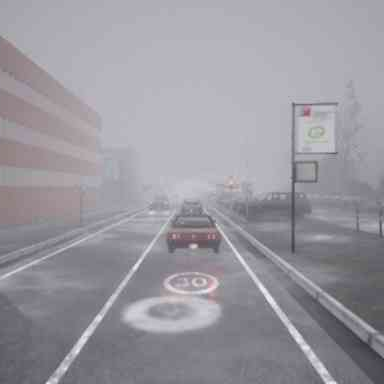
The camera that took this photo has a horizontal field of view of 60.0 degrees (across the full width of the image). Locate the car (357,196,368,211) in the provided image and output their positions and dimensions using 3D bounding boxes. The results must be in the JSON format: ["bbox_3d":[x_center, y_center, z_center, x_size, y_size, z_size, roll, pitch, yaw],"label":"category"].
[{"bbox_3d":[18.713,1.229,31.241,4.892,1.521,2.231,0,0,-1],"label":"car"}]

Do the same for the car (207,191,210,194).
[{"bbox_3d":[5.841,1.039,59.197,5.366,1.575,1.946,0,0,-1],"label":"car"}]

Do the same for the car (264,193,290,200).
[{"bbox_3d":[18.064,0.992,70.764,4.792,1.488,2.163,0,0,-1],"label":"car"}]

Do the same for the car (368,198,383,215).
[{"bbox_3d":[18.725,0.992,28.539,5.566,2.045,2.435,0,0,-1],"label":"car"}]

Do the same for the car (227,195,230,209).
[{"bbox_3d":[6.132,1.231,30.942,5.008,1.535,2.097,0,0,-1],"label":"car"}]

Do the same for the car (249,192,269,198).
[{"bbox_3d":[17.717,0.697,87.848,4.792,1.488,2.163,0,1,-1],"label":"car"}]

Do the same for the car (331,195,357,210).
[{"bbox_3d":[18.602,1.193,36.886,4.892,1.521,2.231,0,0,-1],"label":"car"}]

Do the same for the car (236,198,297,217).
[{"bbox_3d":[6.183,1.287,28.115,4.674,1.452,2.002,0,0,-1],"label":"car"}]

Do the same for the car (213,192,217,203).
[{"bbox_3d":[5.846,1.159,47.893,4.674,1.452,2.002,0,0,-1],"label":"car"}]

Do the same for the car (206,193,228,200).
[{"bbox_3d":[5.413,0.987,73.320,4.674,1.452,2.002,0,0,-1],"label":"car"}]

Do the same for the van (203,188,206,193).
[{"bbox_3d":[5.433,0.649,79.109,4.442,1.987,1.878,0,1,-1],"label":"van"}]

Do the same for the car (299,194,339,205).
[{"bbox_3d":[18.416,1.115,48.304,5.008,1.535,2.097,0,0,-1],"label":"car"}]

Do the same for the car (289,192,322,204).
[{"bbox_3d":[18.346,0.951,53.950,4.553,1.767,2.185,0,0,-1],"label":"car"}]

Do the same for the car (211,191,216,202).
[{"bbox_3d":[5.986,1.097,50.721,5.366,1.575,1.946,0,0,-1],"label":"car"}]

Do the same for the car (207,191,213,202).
[{"bbox_3d":[5.567,1.078,53.540,5.366,1.575,1.946,0,0,-1],"label":"car"}]

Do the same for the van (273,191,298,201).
[{"bbox_3d":[18.244,0.775,65.120,4.442,1.987,1.878,0,0,-1],"label":"van"}]

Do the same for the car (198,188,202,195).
[{"bbox_3d":[5.146,0.423,87.458,5.566,2.045,2.435,0,1,-1],"label":"car"}]

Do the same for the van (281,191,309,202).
[{"bbox_3d":[18.337,0.813,59.470,4.442,1.987,1.878,0,0,-1],"label":"van"}]

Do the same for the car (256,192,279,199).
[{"bbox_3d":[17.884,0.871,79.368,5.008,1.535,2.097,0,2,-1],"label":"car"}]

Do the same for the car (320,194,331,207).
[{"bbox_3d":[18.553,1.173,39.710,5.008,1.535,2.097,0,0,-1],"label":"car"}]

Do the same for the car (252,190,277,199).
[{"bbox_3d":[17.814,0.554,82.196,5.566,2.045,2.435,0,1,-1],"label":"car"}]

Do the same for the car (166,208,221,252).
[{"bbox_3d":[0.053,1.532,13.471,1.895,1.301,4.718,0,0,0],"label":"car"}]

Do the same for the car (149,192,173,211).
[{"bbox_3d":[-3.539,1.111,37.079,2.097,1.767,4.553,0,1,0],"label":"car"}]

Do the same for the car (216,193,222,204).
[{"bbox_3d":[5.915,1.187,42.242,4.792,1.488,2.163,0,0,-1],"label":"car"}]

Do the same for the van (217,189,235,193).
[{"bbox_3d":[6.013,0.913,45.068,4.442,1.987,1.878,0,0,-1],"label":"van"}]

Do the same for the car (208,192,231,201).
[{"bbox_3d":[5.543,0.859,67.669,4.553,1.767,2.185,0,0,-1],"label":"car"}]

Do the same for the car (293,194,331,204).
[{"bbox_3d":[18.358,1.096,51.127,5.008,1.535,2.097,0,0,-1],"label":"car"}]

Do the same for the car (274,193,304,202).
[{"bbox_3d":[18.180,1.021,62.295,4.892,1.521,2.231,0,0,-1],"label":"car"}]

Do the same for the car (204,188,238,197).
[{"bbox_3d":[5.636,0.772,62.018,5.566,2.045,2.435,0,0,-1],"label":"car"}]

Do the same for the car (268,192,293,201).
[{"bbox_3d":[18.046,0.855,68.064,4.553,1.767,2.185,0,0,-1],"label":"car"}]

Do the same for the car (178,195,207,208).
[{"bbox_3d":[-0.044,1.308,30.218,2.128,1.511,4.902,0,0,0],"label":"car"}]

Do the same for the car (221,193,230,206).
[{"bbox_3d":[5.996,1.217,39.418,4.674,1.452,2.002,0,0,-1],"label":"car"}]

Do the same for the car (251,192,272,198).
[{"bbox_3d":[17.765,0.766,85.025,4.792,1.488,2.163,0,1,-1],"label":"car"}]

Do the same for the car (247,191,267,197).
[{"bbox_3d":[17.708,0.603,90.545,4.892,1.521,2.231,0,1,-1],"label":"car"}]

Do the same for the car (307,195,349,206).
[{"bbox_3d":[18.491,1.165,45.357,4.792,1.488,2.163,0,0,-1],"label":"car"}]

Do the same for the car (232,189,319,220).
[{"bbox_3d":[6.205,1.011,25.288,5.566,2.045,2.435,0,0,-1],"label":"car"}]

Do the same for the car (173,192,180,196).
[{"bbox_3d":[-3.985,0.639,78.074,2.097,1.767,4.553,0,1,-1],"label":"car"}]

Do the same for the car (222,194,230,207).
[{"bbox_3d":[6.038,1.236,36.592,4.674,1.452,2.002,0,0,-1],"label":"car"}]

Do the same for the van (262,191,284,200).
[{"bbox_3d":[17.867,0.718,73.585,4.442,1.987,1.878,0,0,-1],"label":"van"}]
